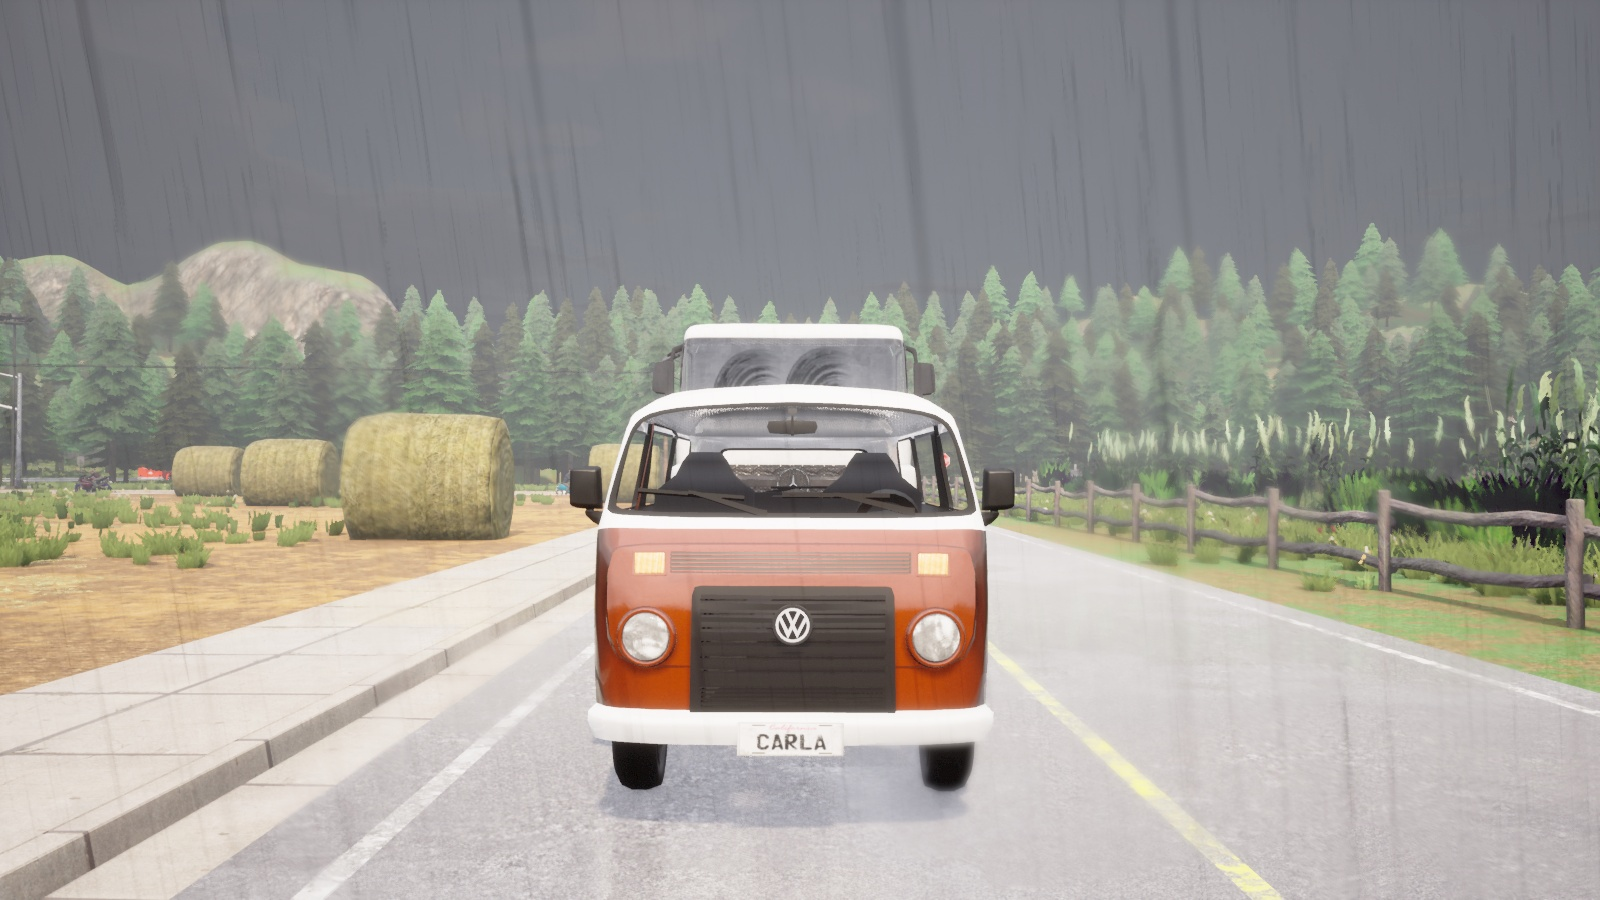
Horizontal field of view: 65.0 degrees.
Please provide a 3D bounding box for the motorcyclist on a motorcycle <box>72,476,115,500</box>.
[{"bbox_3d":[-44.225,2.378,78.594,2.191,1.530,0.866,0,-1,-3],"label":"motorcyclist on a motorcycle"}]

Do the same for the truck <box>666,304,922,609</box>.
[{"bbox_3d":[-0.089,0.139,18.252,2.891,3.462,7.936,0,-1,0],"label":"truck"}]

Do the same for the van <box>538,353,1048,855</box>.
[{"bbox_3d":[-0.037,0.662,7.364,2.069,2.038,4.480,0,-1,0],"label":"van"}]
